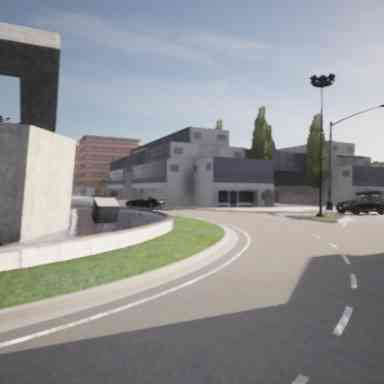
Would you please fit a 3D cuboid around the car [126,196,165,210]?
[{"bbox_3d":[-5.439,1.249,38.591,4.902,1.511,2.128,1,0,28],"label":"car"}]

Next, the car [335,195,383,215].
[{"bbox_3d":[17.567,1.293,34.323,5.566,2.045,2.150,1,0,-19],"label":"car"}]
